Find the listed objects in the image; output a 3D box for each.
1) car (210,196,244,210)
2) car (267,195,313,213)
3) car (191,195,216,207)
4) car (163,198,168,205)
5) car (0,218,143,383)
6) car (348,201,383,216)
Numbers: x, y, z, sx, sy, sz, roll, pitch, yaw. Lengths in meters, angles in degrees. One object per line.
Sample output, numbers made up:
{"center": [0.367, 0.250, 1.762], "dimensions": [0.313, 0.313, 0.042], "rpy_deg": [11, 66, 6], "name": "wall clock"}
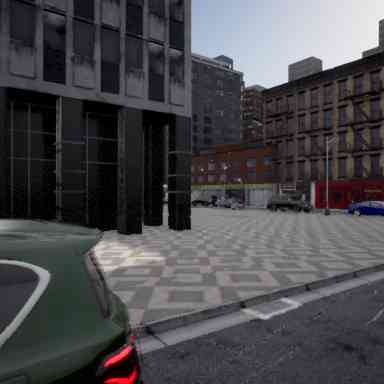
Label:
{"center": [5.286, 1.727, 47.076], "dimensions": [2.128, 1.511, 4.902], "rpy_deg": [0, 0, -36], "name": "car"}
{"center": [11.320, 1.392, 38.821], "dimensions": [2.150, 2.045, 5.566], "rpy_deg": [0, -1, -36], "name": "car"}
{"center": [2.175, 1.522, 56.641], "dimensions": [2.150, 2.045, 5.566], "rpy_deg": [0, 0, -36], "name": "car"}
{"center": [-4.041, 1.844, 65.042], "dimensions": [1.837, 1.490, 4.892], "rpy_deg": [0, 0, -36], "name": "car"}
{"center": [-2.889, 1.221, 1.317], "dimensions": [5.566, 2.045, 2.150], "rpy_deg": [0, 0, -36], "name": "car"}
{"center": [17.167, 1.577, 30.820], "dimensions": [1.882, 1.535, 5.008], "rpy_deg": [0, -1, -37], "name": "car"}
